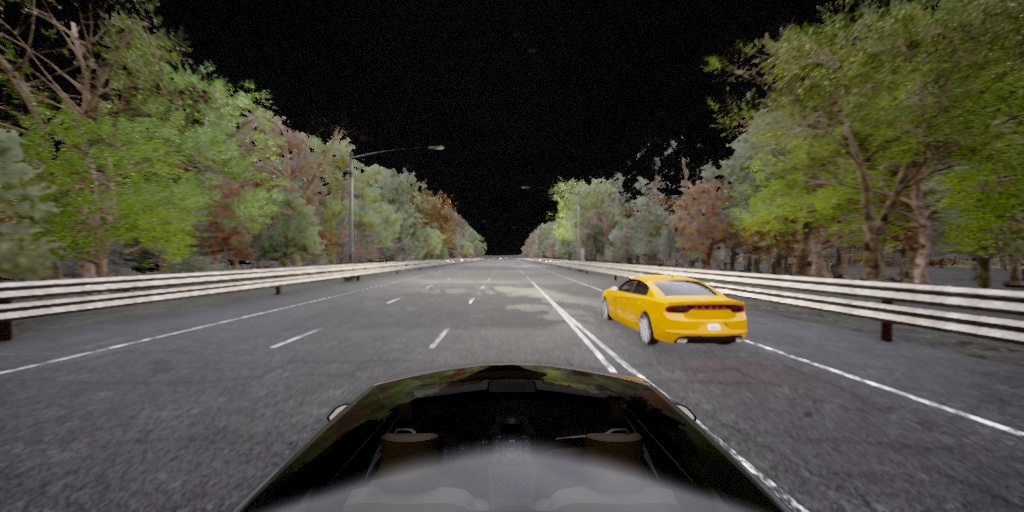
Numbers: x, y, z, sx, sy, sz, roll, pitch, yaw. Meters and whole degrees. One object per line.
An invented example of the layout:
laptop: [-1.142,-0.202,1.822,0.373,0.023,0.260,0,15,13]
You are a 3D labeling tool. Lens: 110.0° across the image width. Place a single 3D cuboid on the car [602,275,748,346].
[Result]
car: [3.844,1.233,9.457,1.882,1.535,5.008,0,0,-2]
